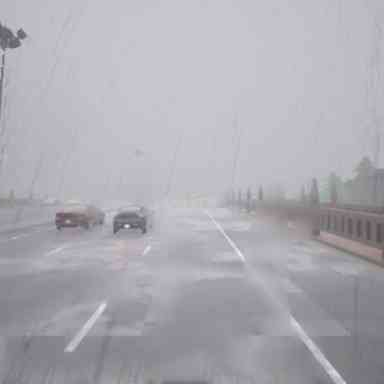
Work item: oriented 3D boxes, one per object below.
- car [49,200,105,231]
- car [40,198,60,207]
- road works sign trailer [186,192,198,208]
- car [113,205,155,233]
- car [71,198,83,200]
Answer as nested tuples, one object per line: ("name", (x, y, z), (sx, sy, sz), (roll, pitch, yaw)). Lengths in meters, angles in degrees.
("car", (-6.902, 1.500, 21.033), (1.882, 1.535, 5.008), (0, 0, 0))
("car", (-21.054, 1.677, 50.146), (1.812, 1.442, 4.674), (0, -2, 0))
("road works sign trailer", (0.000, 1.746, 67.559), (2.380, 3.560, 2.880), (0, -6, 0))
("car", (-3.402, 1.527, 19.837), (1.837, 1.490, 4.892), (0, 0, 0))
("car", (-17.554, 1.648, 50.743), (1.882, 1.535, 5.008), (0, -2, 0))
